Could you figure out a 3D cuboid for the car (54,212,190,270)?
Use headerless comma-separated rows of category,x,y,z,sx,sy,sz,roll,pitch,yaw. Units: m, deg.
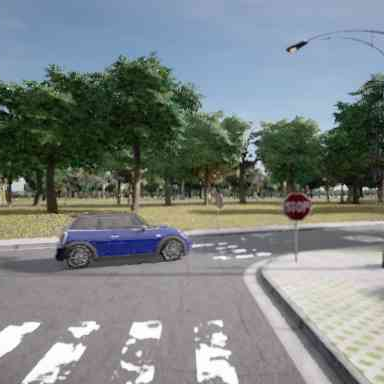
car,-2.369,1.495,11.673,4.553,1.767,2.097,0,-1,-23
